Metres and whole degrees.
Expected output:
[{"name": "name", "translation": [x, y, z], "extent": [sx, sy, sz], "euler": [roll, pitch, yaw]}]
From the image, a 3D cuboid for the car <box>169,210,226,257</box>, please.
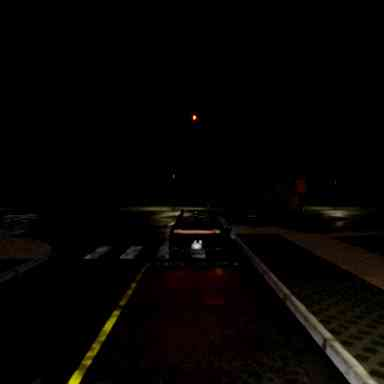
[{"name": "car", "translation": [0.245, 1.402, 12.445], "extent": [2.128, 1.511, 4.902], "euler": [0, 0, 2]}]
